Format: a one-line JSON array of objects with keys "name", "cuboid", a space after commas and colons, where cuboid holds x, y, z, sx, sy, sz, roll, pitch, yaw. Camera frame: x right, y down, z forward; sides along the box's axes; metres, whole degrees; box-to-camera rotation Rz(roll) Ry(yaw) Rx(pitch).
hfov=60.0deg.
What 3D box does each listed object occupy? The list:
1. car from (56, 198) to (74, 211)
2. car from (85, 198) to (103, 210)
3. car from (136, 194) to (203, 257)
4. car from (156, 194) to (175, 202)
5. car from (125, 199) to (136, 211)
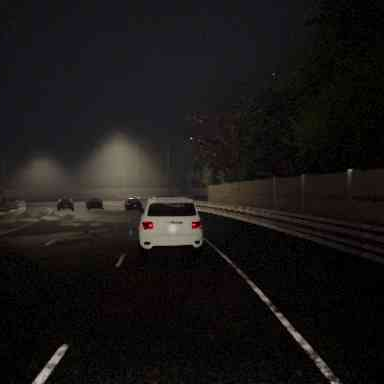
[{"name": "car", "cuboid": [-16.275, 1.532, 42.642, 1.882, 1.535, 5.008, 0, 0, -24]}, {"name": "car", "cuboid": [-12.902, 1.514, 43.671, 1.882, 1.535, 5.008, 0, 0, -23]}, {"name": "car", "cuboid": [-0.931, 1.216, 13.179, 2.150, 2.045, 5.566, 0, 0, -7]}, {"name": "car", "cuboid": [-5.798, 1.332, 73.759, 2.097, 1.767, 4.553, 0, 0, 26]}, {"name": "car", "cuboid": [-7.232, 1.572, 41.119, 1.994, 1.385, 4.181, 0, 0, -15]}]
